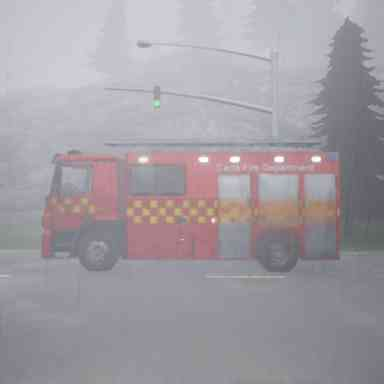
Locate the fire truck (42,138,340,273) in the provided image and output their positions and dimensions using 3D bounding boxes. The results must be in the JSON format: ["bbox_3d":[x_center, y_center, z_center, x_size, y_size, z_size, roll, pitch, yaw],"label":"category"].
[{"bbox_3d":[-0.018,0.345,10.559,8.468,3.827,2.891,0,0,1],"label":"fire truck"}]
